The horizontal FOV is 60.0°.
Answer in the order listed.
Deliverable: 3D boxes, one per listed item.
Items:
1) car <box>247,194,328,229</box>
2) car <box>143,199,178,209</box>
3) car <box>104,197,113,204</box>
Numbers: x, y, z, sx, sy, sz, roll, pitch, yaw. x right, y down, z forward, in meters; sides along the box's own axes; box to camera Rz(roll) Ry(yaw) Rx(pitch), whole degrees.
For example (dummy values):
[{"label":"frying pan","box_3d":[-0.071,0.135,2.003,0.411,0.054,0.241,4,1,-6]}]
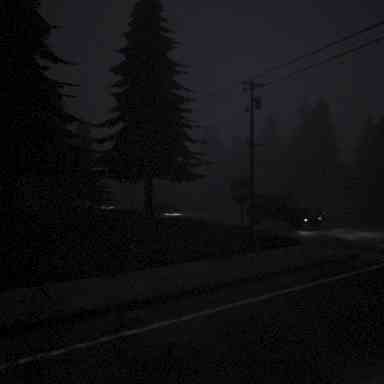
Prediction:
[{"label":"car","box_3d":[6.017,1.177,21.741,2.150,2.045,5.566,0,0,-32]},{"label":"car","box_3d":[-3.553,1.510,36.294,2.033,1.411,5.357,0,0,-35]},{"label":"car","box_3d":[-13.954,1.476,51.679,1.882,1.535,5.008,0,0,-34]}]
